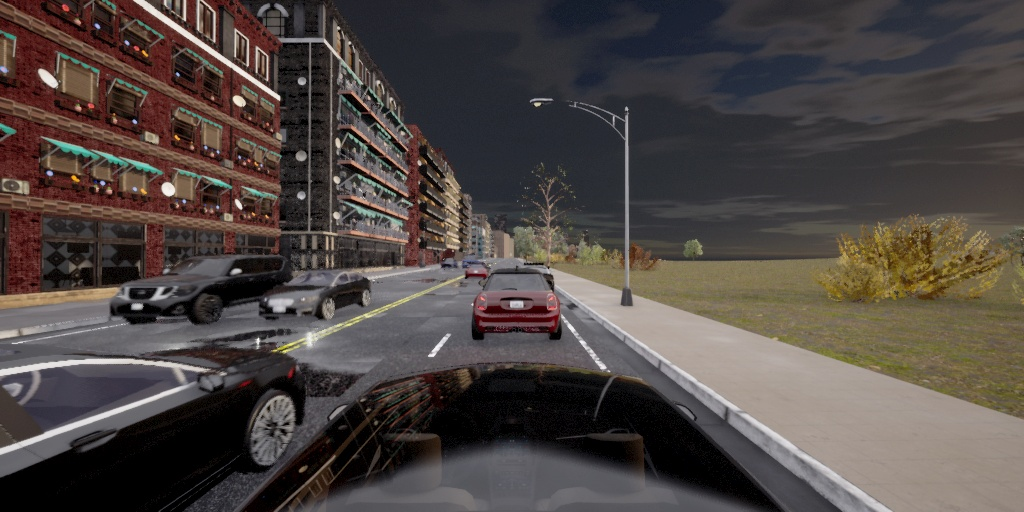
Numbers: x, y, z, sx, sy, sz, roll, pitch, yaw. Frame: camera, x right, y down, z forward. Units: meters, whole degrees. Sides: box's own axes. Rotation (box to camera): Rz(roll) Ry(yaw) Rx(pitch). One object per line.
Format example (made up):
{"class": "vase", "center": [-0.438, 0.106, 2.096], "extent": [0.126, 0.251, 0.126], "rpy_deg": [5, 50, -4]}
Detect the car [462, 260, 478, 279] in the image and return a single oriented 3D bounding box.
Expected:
{"class": "car", "center": [-3.080, 1.315, 32.620], "extent": [1.994, 1.385, 4.181], "rpy_deg": [0, 0, 0]}

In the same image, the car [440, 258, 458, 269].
{"class": "car", "center": [-9.714, 1.102, 55.553], "extent": [2.097, 1.767, 4.553], "rpy_deg": [0, 0, 0]}

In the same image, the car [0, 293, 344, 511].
{"class": "car", "center": [-3.152, 1.242, 1.918], "extent": [2.128, 1.511, 4.902], "rpy_deg": [0, 0, 0]}

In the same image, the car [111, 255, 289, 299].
{"class": "car", "center": [-9.826, 0.973, 12.174], "extent": [2.150, 2.045, 5.566], "rpy_deg": [0, 0, 0]}

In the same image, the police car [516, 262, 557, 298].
{"class": "police car", "center": [1.178, 1.177, 19.630], "extent": [1.930, 1.638, 5.238], "rpy_deg": [0, 0, 0]}

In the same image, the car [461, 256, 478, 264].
{"class": "car", "center": [-6.467, 0.970, 55.880], "extent": [2.150, 2.045, 5.566], "rpy_deg": [0, 0, 0]}

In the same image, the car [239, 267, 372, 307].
{"class": "car", "center": [-6.575, 1.243, 12.597], "extent": [2.128, 1.511, 4.902], "rpy_deg": [0, 0, 0]}

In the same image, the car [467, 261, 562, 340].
{"class": "car", "center": [0.114, 1.103, 10.134], "extent": [2.097, 1.767, 4.553], "rpy_deg": [0, 0, 0]}
